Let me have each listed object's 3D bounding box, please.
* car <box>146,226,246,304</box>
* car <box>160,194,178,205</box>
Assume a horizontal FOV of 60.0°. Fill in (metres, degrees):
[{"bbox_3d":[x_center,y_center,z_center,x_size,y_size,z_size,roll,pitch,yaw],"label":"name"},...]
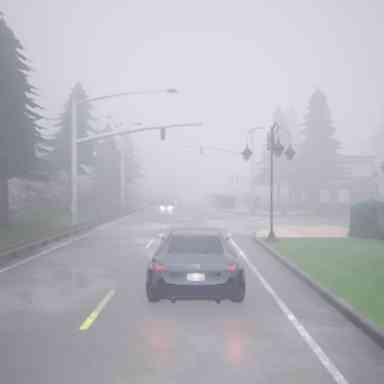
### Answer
[{"bbox_3d":[0.078,1.500,8.062,1.994,1.385,4.181,0,0,0],"label":"car"},{"bbox_3d":[-3.577,1.115,48.111,2.128,1.511,4.902,0,1,0],"label":"car"}]
